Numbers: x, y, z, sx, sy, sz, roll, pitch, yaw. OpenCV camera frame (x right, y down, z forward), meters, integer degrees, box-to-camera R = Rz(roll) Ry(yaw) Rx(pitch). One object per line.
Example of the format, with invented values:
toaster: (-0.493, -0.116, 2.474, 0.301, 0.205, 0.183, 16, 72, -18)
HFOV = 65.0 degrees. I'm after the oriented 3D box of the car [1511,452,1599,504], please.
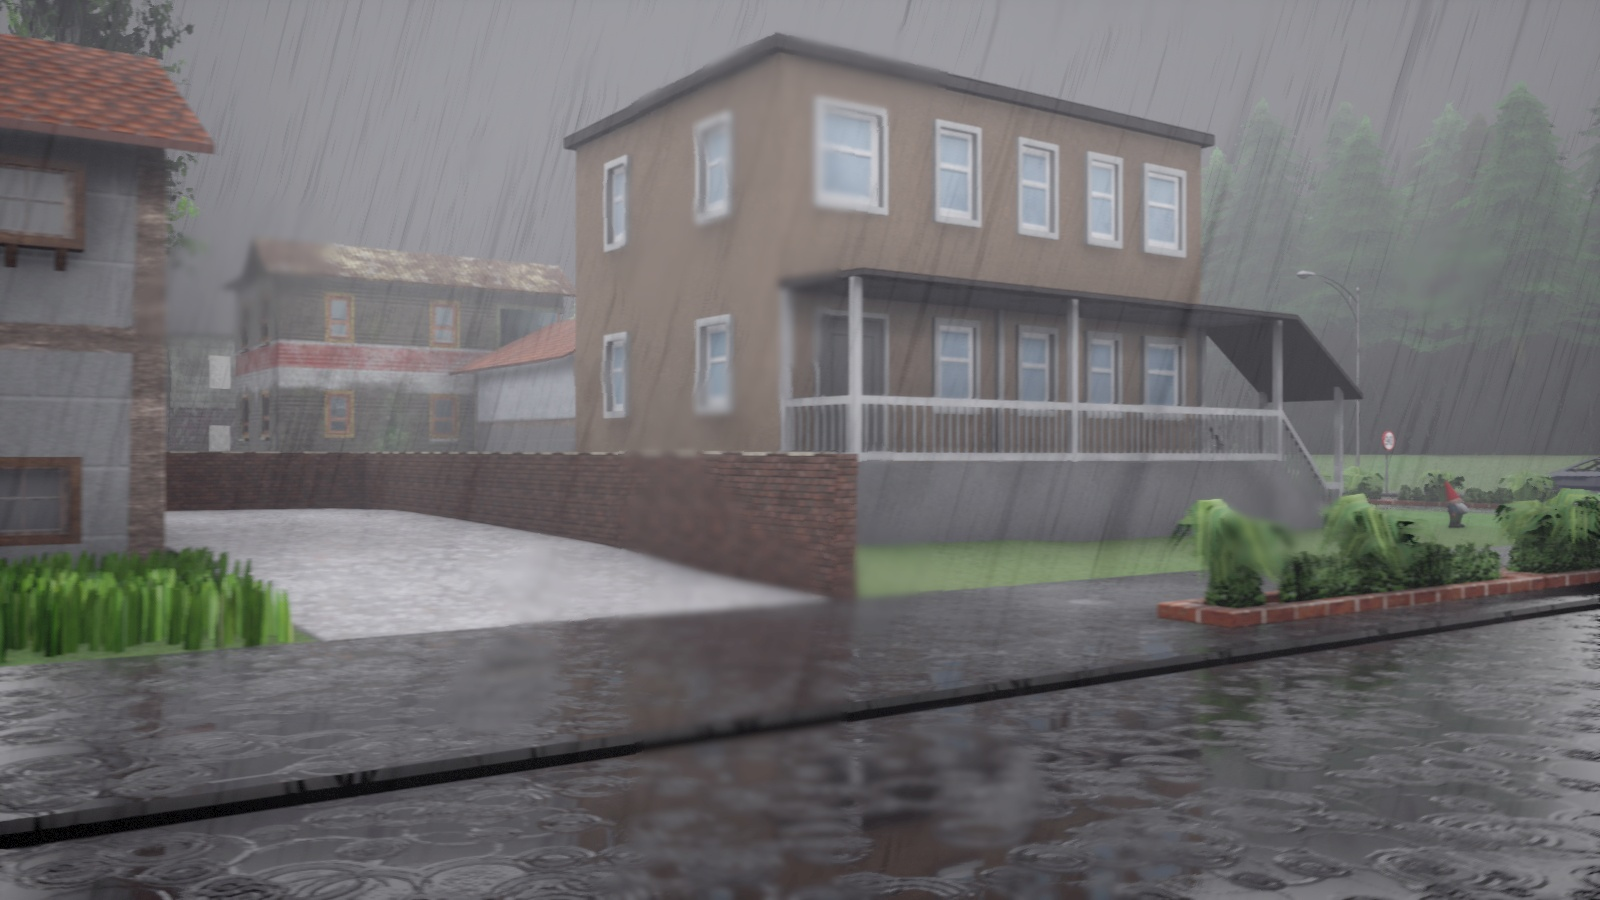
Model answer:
car: (23.346, 0.799, 36.592, 1.816, 1.474, 4.193, 0, 0, -34)
